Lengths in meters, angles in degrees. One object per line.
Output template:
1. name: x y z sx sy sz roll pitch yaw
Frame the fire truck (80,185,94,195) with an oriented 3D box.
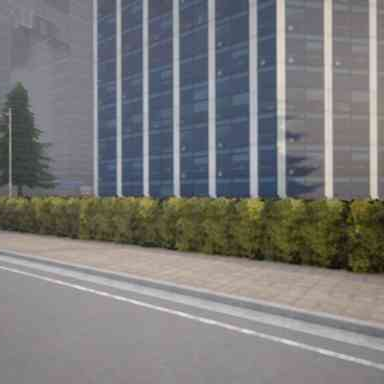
1. fire truck: -16.884 0.585 62.490 2.891 3.827 8.468 0 0 35

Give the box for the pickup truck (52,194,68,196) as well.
1. pickup truck: -27.379 1.377 70.352 6.274 2.098 2.390 0 0 -24
